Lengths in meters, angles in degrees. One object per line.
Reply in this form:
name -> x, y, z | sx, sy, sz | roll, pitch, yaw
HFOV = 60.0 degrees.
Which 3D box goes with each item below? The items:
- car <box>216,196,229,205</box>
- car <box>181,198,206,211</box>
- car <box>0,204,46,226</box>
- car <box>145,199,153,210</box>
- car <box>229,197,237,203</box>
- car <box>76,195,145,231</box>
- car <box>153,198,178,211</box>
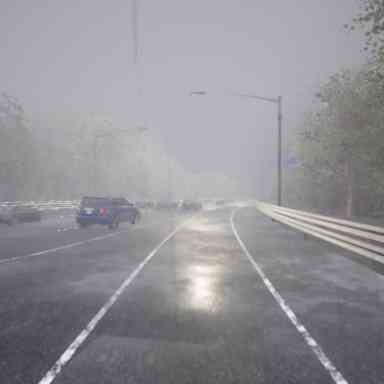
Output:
car -> 6.574, 2.153, 74.040 | 1.812, 1.442, 4.674 | 0, -1, 13
car -> 0.047, 1.631, 44.987 | 2.097, 1.767, 4.553 | 0, -1, 13
car -> -12.067, 1.539, 22.990 | 1.994, 1.385, 4.181 | 0, -1, 13
car -> -6.739, 1.765, 46.696 | 1.837, 1.490, 4.892 | 0, -1, 13
car -> 10.970, 2.390, 93.610 | 1.812, 1.442, 4.674 | 0, -1, 13
car -> -5.214, 1.255, 21.378 | 2.150, 2.045, 5.566 | 1, 0, 13
car -> -3.347, 1.621, 45.814 | 2.097, 1.767, 4.553 | 0, -1, 13
